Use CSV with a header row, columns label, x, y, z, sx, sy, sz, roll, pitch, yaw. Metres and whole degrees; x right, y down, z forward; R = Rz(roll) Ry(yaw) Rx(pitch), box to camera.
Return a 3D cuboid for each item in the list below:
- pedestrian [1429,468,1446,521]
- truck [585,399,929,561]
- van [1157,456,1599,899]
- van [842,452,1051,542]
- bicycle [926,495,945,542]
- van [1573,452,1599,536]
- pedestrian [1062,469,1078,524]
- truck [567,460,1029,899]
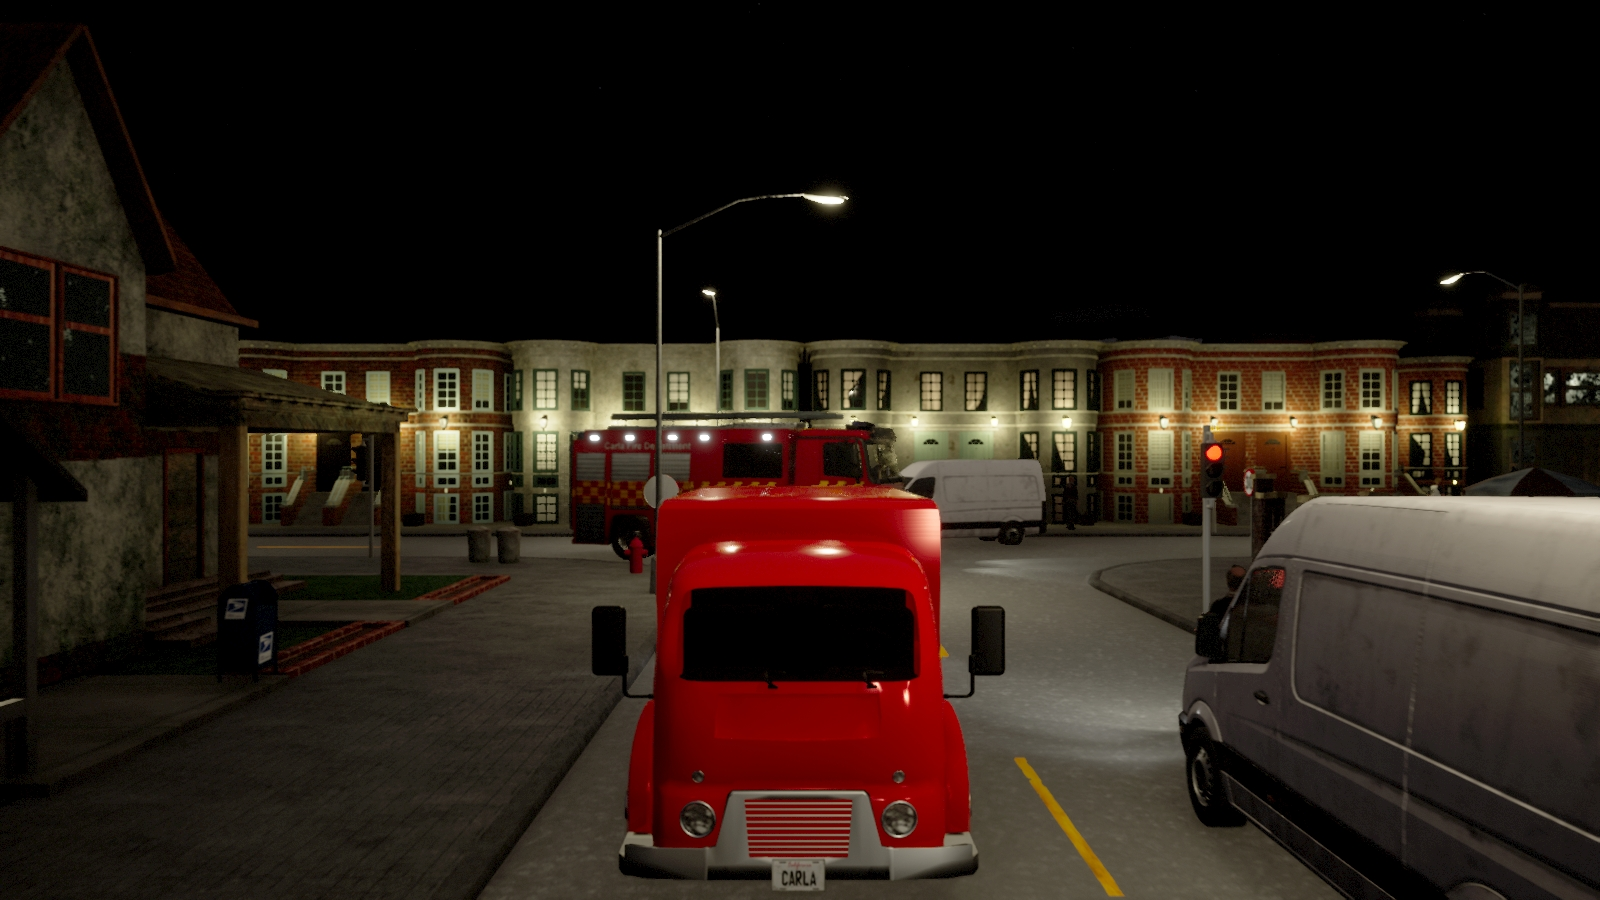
label,x,y,z,sx,sy,sz,roll,pitch,yaw
pedestrian,22.458,1.572,40.260,0.375,1.860,0.375,0,0,-7
truck,-1.112,0.706,29.701,8.468,3.827,2.891,0,0,18
van,4.008,1.324,6.699,1.988,2.561,5.915,0,0,0
van,4.374,1.356,34.298,5.915,2.561,1.988,0,0,-14
bicycle,3.975,1.981,33.522,0.329,1.271,1.835,0,0,0
van,27.537,1.357,35.333,5.915,2.561,1.988,0,0,0
pedestrian,9.174,1.571,38.754,0.375,1.860,0.375,0,0,-37
truck,-0.015,1.354,9.095,2.627,2.467,5.204,0,0,0
